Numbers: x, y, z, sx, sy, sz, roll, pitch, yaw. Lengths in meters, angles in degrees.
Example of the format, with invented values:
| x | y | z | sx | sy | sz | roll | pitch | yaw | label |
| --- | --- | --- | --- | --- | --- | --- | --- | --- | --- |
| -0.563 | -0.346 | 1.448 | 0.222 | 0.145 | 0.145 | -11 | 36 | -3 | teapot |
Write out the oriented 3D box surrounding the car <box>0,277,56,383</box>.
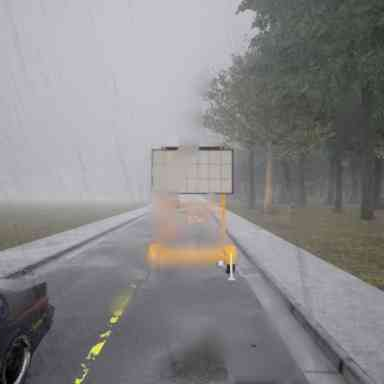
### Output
| x | y | z | sx | sy | sz | roll | pitch | yaw | label |
| --- | --- | --- | --- | --- | --- | --- | --- | --- | --- |
| -2.845 | 1.547 | 2.410 | 2.033 | 1.411 | 5.357 | 0 | 0 | 0 | car |

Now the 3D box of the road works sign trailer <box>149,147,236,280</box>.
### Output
| x | y | z | sx | sy | sz | roll | pitch | yaw | label |
| --- | --- | --- | --- | --- | --- | --- | --- | --- | --- |
| 0.016 | 0.464 | 9.895 | 2.380 | 3.560 | 2.880 | 0 | 0 | 0 | road works sign trailer |

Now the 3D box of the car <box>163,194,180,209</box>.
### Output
| x | y | z | sx | sy | sz | roll | pitch | yaw | label |
| --- | --- | --- | --- | --- | --- | --- | --- | --- | --- |
| -2.786 | 1.223 | 44.478 | 2.150 | 2.045 | 5.566 | 0 | 0 | 0 | car |
